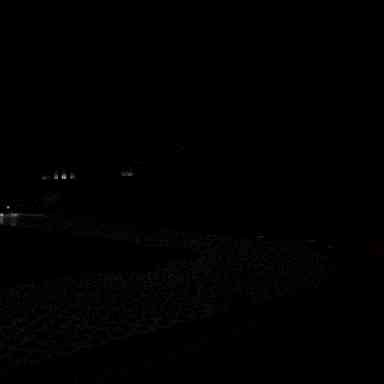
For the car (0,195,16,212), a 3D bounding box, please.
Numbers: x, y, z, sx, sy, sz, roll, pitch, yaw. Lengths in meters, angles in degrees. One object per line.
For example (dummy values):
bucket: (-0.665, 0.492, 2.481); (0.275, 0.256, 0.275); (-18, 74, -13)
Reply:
car: (-18.252, 1.049, 30.888); (4.902, 1.511, 2.128); (1, 1, 34)
